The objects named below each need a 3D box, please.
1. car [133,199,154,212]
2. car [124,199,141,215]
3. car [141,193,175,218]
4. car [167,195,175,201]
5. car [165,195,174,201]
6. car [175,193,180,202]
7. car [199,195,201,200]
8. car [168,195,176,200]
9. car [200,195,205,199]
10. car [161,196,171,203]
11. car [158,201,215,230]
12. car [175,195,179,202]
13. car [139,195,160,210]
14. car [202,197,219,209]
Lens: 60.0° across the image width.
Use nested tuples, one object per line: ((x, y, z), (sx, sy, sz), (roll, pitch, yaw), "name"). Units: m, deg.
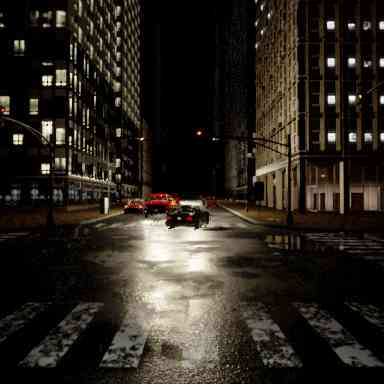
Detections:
((-5.637, 1.597, 39.332), (1.802, 1.307, 4.206), (1, 0, 0), "car")
((-5.639, 1.453, 33.757), (1.967, 1.590, 4.097), (1, 0, 0), "car")
((-3.062, 1.233, 31.086), (2.150, 2.045, 5.566), (0, 0, 0), "car")
((-5.584, 1.587, 89.508), (2.008, 1.369, 4.403), (1, 0, 0), "car")
((-5.590, 1.578, 83.933), (1.887, 1.381, 4.507), (1, 0, 0), "car")
((-3.038, 1.241, 52.012), (2.150, 2.045, 5.566), (0, 0, 0), "car")
((2.767, 1.590, 61.693), (1.947, 1.339, 4.313), (1, 0, 0), "car")
((-5.579, 1.605, 95.083), (1.947, 1.339, 4.313), (1, 0, 0), "car")
((2.763, 1.547, 56.286), (1.752, 1.417, 4.829), (1, 0, 0), "car")
((-5.601, 1.573, 72.782), (1.887, 1.381, 4.507), (1, 0, 0), "car")
((-0.157, 1.555, 21.187), (2.033, 1.411, 5.357), (0, 0, 14), "car")
((-3.055, 1.493, 41.514), (1.882, 1.535, 5.008), (0, 0, 0), "car")
((-5.625, 1.332, 44.907), (2.192, 1.841, 5.009), (1, 0, 0), "car")
((2.749, 1.599, 44.960), (1.802, 1.307, 4.206), (1, 0, 0), "car")
